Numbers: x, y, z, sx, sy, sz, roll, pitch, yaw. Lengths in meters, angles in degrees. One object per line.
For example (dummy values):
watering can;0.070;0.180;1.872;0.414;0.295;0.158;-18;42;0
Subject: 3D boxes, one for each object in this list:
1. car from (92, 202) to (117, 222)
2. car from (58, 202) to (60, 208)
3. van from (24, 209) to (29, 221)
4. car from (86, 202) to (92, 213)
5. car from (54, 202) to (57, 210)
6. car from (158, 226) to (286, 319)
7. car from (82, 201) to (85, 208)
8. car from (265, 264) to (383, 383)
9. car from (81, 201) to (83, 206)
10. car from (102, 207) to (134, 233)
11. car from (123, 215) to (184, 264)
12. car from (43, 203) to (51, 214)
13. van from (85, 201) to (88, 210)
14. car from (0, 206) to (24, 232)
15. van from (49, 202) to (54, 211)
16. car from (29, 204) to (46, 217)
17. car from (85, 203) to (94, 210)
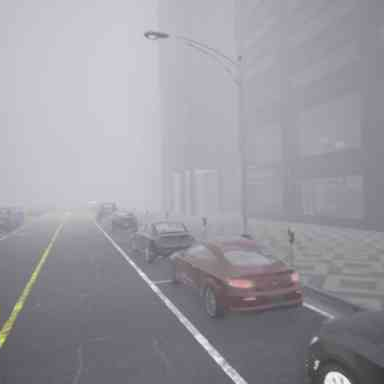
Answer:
car;-8.685;2.007;33.966;2.192;1.841;5.009;-2;-1;-19
car;-35.461;3.502;84.256;2.192;1.841;5.009;-2;-1;-19
van;-16.714;2.245;31.112;1.690;1.788;3.998;-2;-1;-19
car;-16.233;2.730;55.380;1.752;1.417;4.829;-2;-1;-19
car;-31.704;3.495;73.624;1.947;1.339;4.313;-2;-1;-19
car;0.697;1.652;7.394;1.802;1.307;4.206;-2;-1;-19
car;-21.802;3.027;71.162;1.967;1.590;4.097;-2;-1;-19
car;2.571;1.498;2.080;2.008;1.369;4.403;-2;-1;-19
car;-25.547;3.396;81.789;2.008;1.369;4.403;-2;-1;-19
car;-4.928;1.986;23.336;1.887;1.381;4.507;-2;-1;-19
car;-1.179;1.744;12.708;2.008;1.369;4.403;-2;-1;-19
car;-26.080;3.108;57.681;1.947;1.339;4.313;-2;-1;-19
van;-18.057;2.670;60.535;1.690;1.788;3.998;-2;-1;-19
car;-14.841;2.094;25.798;2.192;1.841;5.009;-2;-1;-19
van;-29.837;3.141;68.313;1.690;1.788;3.998;-2;-1;-19
car;-22.332;2.829;47.053;1.887;1.381;4.507;-2;-1;-19
car;-23.730;3.245;76.635;1.752;1.417;4.829;-2;-1;-19
